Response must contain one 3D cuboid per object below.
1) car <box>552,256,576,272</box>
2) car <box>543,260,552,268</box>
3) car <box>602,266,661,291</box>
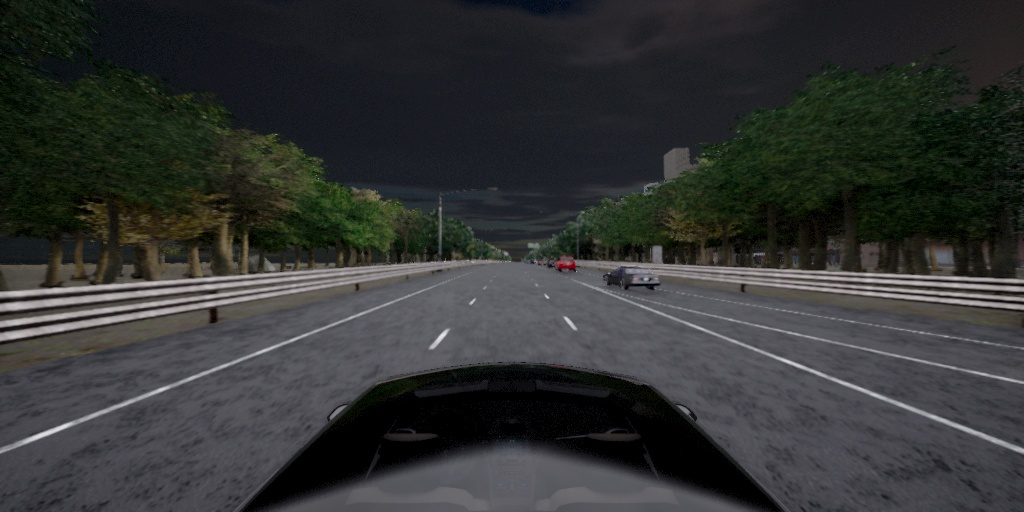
[{"bbox_3d":[7.008,1.067,47.319,2.150,2.045,5.566,0,0,0],"label":"car"},{"bbox_3d":[7.049,1.432,63.579,1.837,1.490,4.892,0,0,0],"label":"car"},{"bbox_3d":[7.343,1.348,22.529,2.033,1.411,5.357,0,0,-4],"label":"car"}]
